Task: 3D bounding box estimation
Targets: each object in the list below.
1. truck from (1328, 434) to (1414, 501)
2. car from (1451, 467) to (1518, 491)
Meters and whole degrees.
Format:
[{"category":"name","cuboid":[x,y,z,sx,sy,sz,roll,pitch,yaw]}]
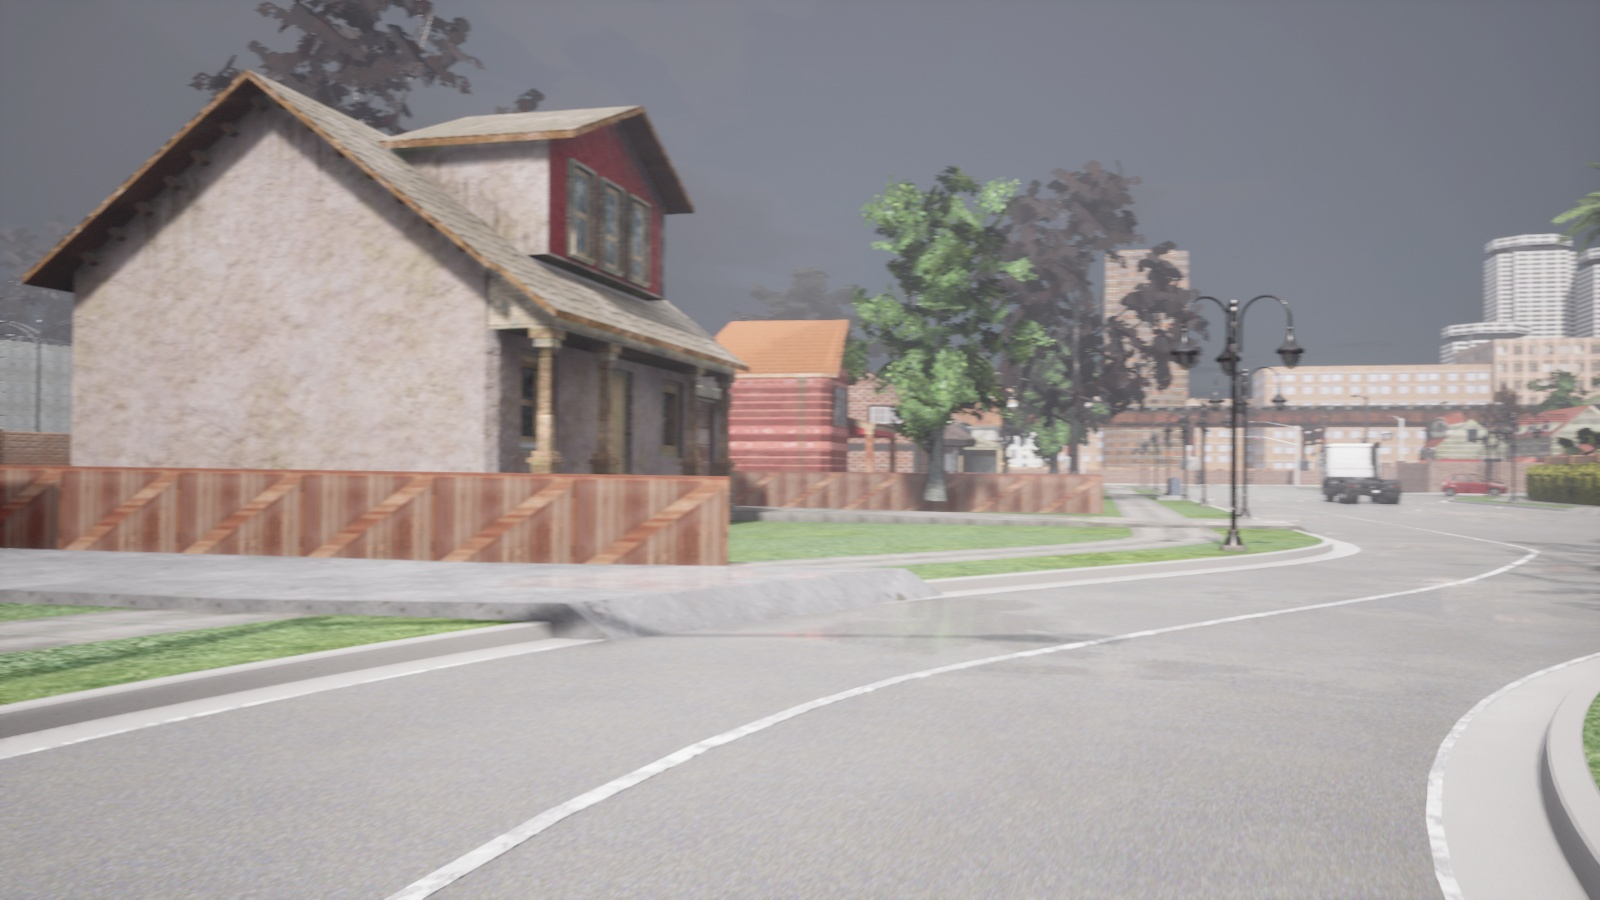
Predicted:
[{"category":"truck","cuboid":[31.499,0.974,69.605,2.891,3.462,7.936,0,-1,14]},{"category":"car","cuboid":[46.635,1.997,85.618,3.988,1.617,1.851,-1,-1,28]}]
